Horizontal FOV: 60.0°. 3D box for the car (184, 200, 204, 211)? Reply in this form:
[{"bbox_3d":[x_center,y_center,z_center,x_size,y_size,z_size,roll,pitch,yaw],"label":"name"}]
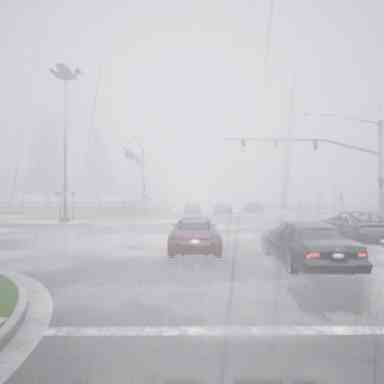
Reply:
[{"bbox_3d":[0.107,1.919,37.710,1.895,1.301,4.718,0,0,0],"label":"car"}]

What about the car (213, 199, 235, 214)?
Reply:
[{"bbox_3d":[3.607,1.898,39.638,1.994,1.385,4.181,0,0,0],"label":"car"}]

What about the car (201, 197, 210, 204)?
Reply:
[{"bbox_3d":[3.515,2.285,82.838,1.895,1.301,4.718,0,0,0],"label":"car"}]

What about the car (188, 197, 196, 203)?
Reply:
[{"bbox_3d":[0.017,2.230,92.812,2.033,1.411,5.357,0,0,0],"label":"car"}]

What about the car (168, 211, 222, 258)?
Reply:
[{"bbox_3d":[0.102,1.677,13.375,1.994,1.385,4.181,0,0,0],"label":"car"}]

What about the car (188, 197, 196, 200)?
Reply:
[{"bbox_3d":[0.015,2.161,82.393,1.882,1.535,5.008,0,0,0],"label":"car"}]

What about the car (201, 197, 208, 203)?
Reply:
[{"bbox_3d":[3.517,2.168,92.812,1.882,1.535,5.008,0,0,0],"label":"car"}]

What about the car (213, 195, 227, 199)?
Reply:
[{"bbox_3d":[7.015,2.214,82.808,1.812,1.442,4.674,0,0,0],"label":"car"}]

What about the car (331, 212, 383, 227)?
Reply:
[{"bbox_3d":[7.104,1.616,14.747,2.128,1.511,4.902,0,0,0],"label":"car"}]

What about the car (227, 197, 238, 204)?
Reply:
[{"bbox_3d":[10.515,2.182,82.391,1.837,1.490,4.892,0,0,0],"label":"car"}]

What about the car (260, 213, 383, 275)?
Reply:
[{"bbox_3d":[3.602,1.638,10.686,2.033,1.411,5.357,0,0,0],"label":"car"}]

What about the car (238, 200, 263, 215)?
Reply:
[{"bbox_3d":[7.107,1.822,39.218,2.128,1.511,4.902,0,0,0],"label":"car"}]
